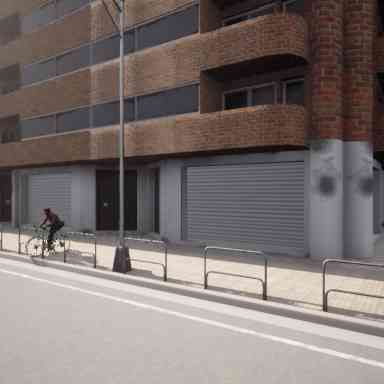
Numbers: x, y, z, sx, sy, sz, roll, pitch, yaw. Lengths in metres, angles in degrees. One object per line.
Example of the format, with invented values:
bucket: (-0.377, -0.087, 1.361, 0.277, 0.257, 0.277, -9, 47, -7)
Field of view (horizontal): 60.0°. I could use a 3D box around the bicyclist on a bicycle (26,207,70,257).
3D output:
bicyclist on a bicycle: (-4.747, 1.339, 11.129, 0.582, 1.620, 1.656, 1, -3, 33)
